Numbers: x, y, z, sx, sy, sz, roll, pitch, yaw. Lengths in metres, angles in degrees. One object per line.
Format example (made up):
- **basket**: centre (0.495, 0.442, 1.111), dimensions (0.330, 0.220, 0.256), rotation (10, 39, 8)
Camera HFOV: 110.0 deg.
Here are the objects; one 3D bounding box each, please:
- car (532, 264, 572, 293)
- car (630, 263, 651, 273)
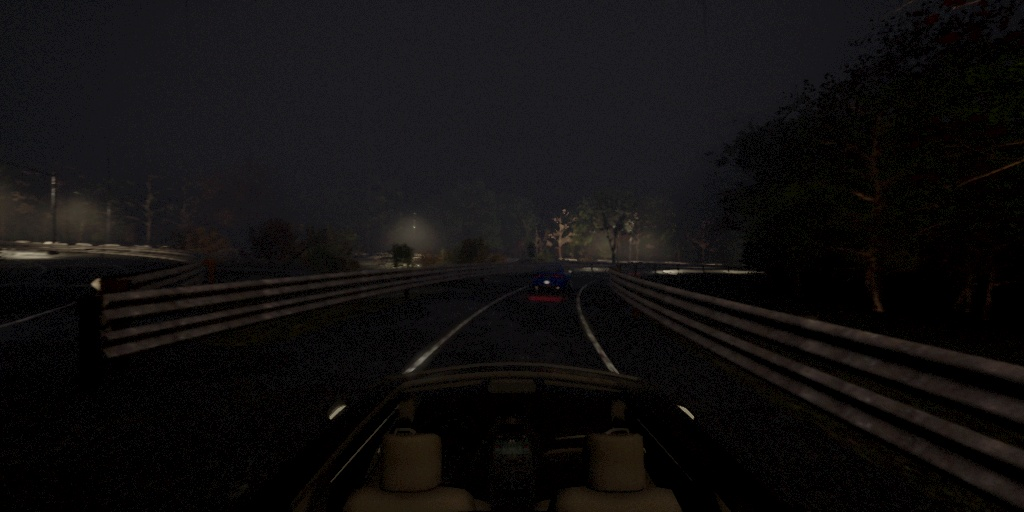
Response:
- **car**: centre (2.471, 1.250, 21.385), dimensions (1.882, 1.535, 5.008), rotation (1, 0, 14)
- **car**: centre (19.843, 1.776, 55.190), dimensions (2.128, 1.511, 4.902), rotation (1, 0, 40)
